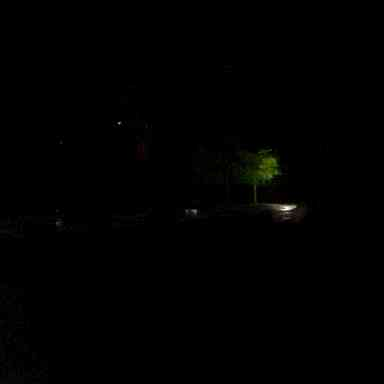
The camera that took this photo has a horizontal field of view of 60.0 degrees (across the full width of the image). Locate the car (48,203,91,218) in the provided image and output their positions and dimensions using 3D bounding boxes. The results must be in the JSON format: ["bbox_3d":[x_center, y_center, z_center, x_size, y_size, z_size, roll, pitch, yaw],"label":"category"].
[{"bbox_3d":[-12.443,1.833,34.425,1.812,1.442,4.674,-1,-1,36],"label":"car"}]

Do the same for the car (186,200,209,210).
[{"bbox_3d":[0.976,2.058,52.973,1.812,1.442,4.674,-1,-2,36],"label":"car"}]
